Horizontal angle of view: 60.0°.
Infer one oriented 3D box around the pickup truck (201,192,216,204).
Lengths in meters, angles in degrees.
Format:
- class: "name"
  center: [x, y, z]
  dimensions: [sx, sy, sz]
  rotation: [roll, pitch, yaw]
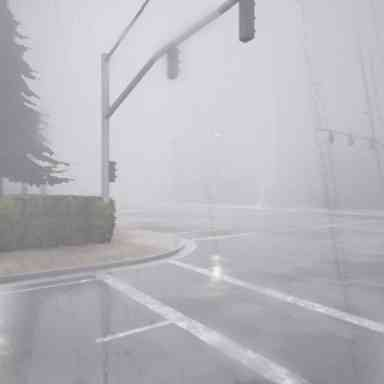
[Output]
- class: "pickup truck"
  center: [3.087, 1.037, 59.533]
  dimensions: [2.390, 2.098, 6.274]
  rotation: [0, 0, -6]
